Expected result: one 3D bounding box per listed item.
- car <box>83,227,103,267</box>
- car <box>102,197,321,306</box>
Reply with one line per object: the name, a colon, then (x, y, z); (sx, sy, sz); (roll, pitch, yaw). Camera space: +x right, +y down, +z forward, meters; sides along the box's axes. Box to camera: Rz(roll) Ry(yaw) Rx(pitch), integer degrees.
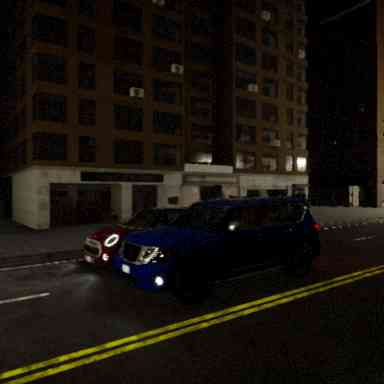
car: (-1.137, 1.309, 10.864); (4.553, 1.767, 2.097); (-1, 0, -36)
car: (0.912, 1.175, 8.333); (5.566, 2.045, 2.150); (-1, 0, -36)
